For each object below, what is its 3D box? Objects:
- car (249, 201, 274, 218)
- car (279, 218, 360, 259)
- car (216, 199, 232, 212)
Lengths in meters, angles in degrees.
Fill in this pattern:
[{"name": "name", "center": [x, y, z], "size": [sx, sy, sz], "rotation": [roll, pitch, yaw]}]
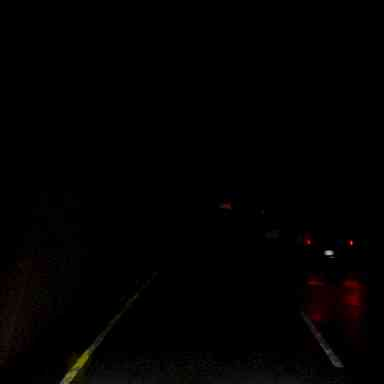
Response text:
[{"name": "car", "center": [6.508, 1.599, 31.491], "size": [1.882, 1.535, 5.008], "rotation": [0, 0, 6]}, {"name": "car", "center": [4.613, 1.656, 12.852], "size": [1.895, 1.301, 4.718], "rotation": [0, 0, 6]}, {"name": "car", "center": [4.063, 1.628, 41.973], "size": [1.882, 1.535, 5.008], "rotation": [0, 0, 6]}]
